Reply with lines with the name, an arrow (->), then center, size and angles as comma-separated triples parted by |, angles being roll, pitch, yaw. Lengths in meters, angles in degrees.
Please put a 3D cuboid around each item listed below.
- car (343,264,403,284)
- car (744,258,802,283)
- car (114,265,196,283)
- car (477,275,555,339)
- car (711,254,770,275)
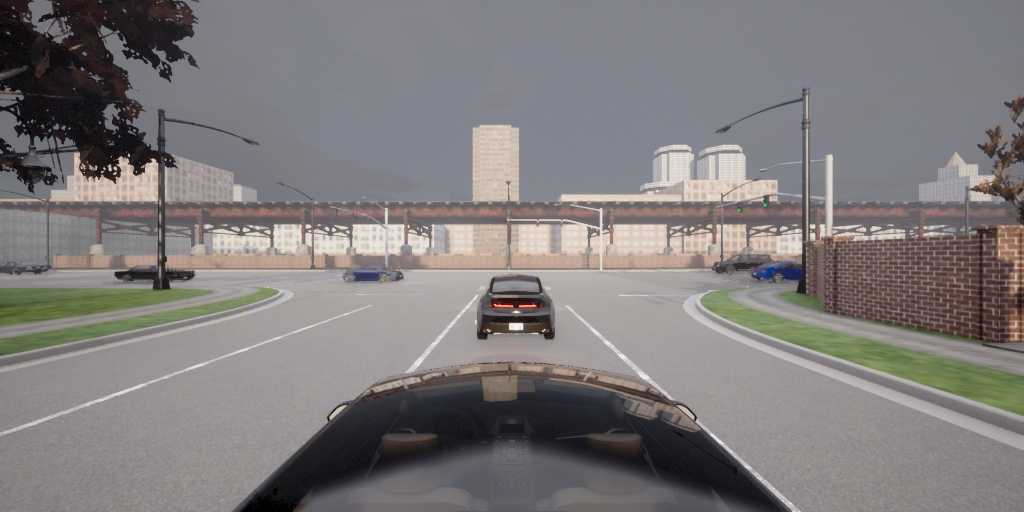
car -> -10.352, 1.313, 26.875 | 4.181, 1.385, 1.994 | 0, 0, 2
car -> 20.161, 1.127, 26.054 | 5.008, 1.535, 1.882 | -1, 0, 2
car -> -27.068, 1.351, 27.333 | 4.718, 1.301, 1.895 | 0, 0, 2
car -> 0.094, 1.256, 10.049 | 1.837, 1.490, 4.892 | 0, 0, 0
car -> 23.557, 0.835, 36.650 | 5.566, 2.045, 2.150 | -1, 0, 3
